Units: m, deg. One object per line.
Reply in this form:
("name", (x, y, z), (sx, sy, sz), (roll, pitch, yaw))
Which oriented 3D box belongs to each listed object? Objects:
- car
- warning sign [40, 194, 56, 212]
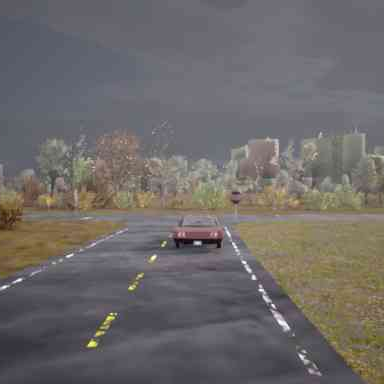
("car", (0.309, 1.618, 14.605), (1.895, 1.301, 4.718), (0, 0, 2))
("warning sign", (-15.026, 1.145, 34.754), (1.060, 1.860, 1.300), (0, 0, 2))
